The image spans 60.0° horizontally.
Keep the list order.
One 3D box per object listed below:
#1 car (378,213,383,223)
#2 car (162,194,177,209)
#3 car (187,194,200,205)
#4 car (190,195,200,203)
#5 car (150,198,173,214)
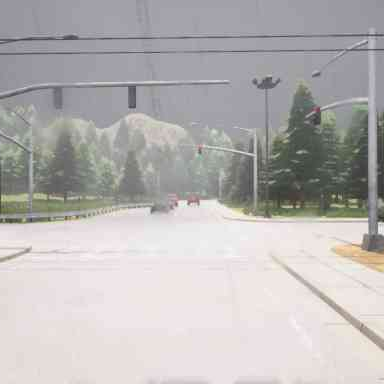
[{"bbox_3d":[15.196,1.554,22.024,5.357,1.411,2.033,0,0,1],"label":"car"},{"bbox_3d":[-3.554,1.485,44.688,2.097,1.767,4.553,0,0,0],"label":"car"},{"bbox_3d":[0.314,1.372,61.237,2.150,2.045,5.566,0,-1,2],"label":"car"},{"bbox_3d":[0.636,1.537,73.380,2.097,1.767,4.553,0,0,2],"label":"car"},{"bbox_3d":[-3.573,1.716,37.566,1.895,1.301,4.718,0,0,0],"label":"car"}]
